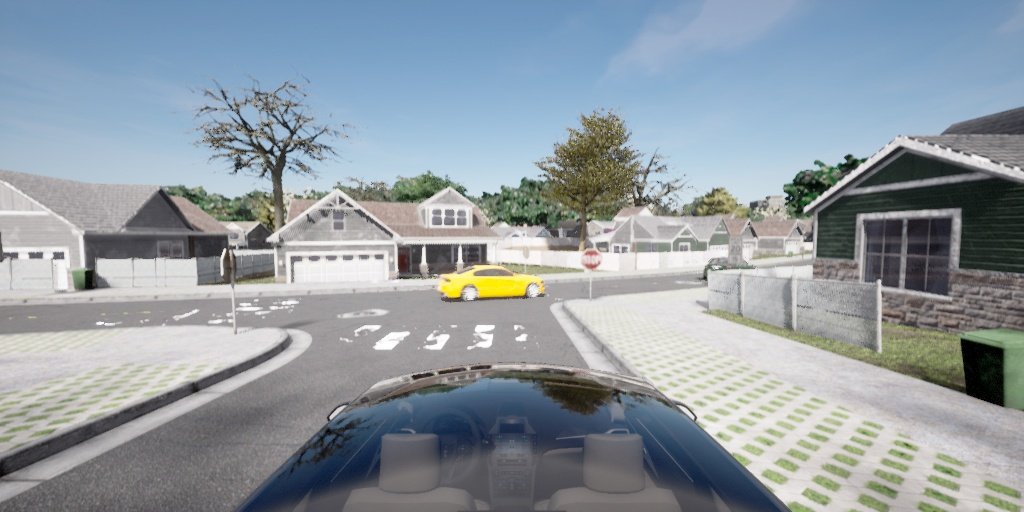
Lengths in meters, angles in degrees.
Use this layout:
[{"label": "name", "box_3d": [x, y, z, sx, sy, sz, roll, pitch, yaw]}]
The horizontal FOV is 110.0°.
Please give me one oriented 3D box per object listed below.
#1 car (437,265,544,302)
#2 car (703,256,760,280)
[{"label": "car", "box_3d": [-0.899, 1.182, 16.533, 5.008, 1.535, 1.882, 0, 1, -25]}, {"label": "car", "box_3d": [15.770, 0.841, 25.646, 4.553, 1.767, 2.097, -1, 3, -33]}]
